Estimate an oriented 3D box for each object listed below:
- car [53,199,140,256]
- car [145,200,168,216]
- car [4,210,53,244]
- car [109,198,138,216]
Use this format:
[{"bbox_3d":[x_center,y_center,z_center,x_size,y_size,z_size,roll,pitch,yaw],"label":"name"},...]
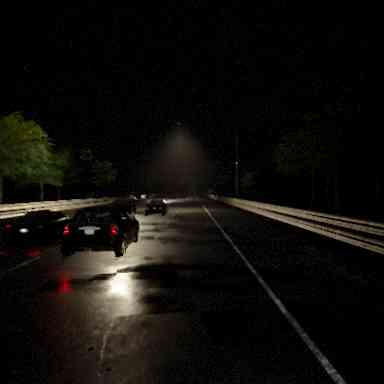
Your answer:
[{"bbox_3d":[-3.400,1.344,13.155,2.097,1.767,4.553,0,0,0],"label":"car"},{"bbox_3d":[-3.401,1.523,32.460,2.033,1.411,5.357,0,0,0],"label":"car"},{"bbox_3d":[-6.900,1.555,15.659,1.994,1.385,4.181,0,0,0],"label":"car"},{"bbox_3d":[-6.904,1.451,33.900,1.882,1.535,5.008,0,0,0],"label":"car"}]
